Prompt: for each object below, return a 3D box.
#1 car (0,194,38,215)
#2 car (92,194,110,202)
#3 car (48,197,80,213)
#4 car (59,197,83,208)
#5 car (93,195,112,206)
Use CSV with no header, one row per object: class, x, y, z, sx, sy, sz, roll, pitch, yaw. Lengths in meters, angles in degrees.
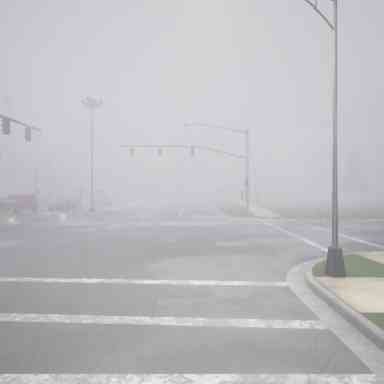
car,-18.161,1.221,34.599,2.150,2.045,5.566,0,0,1
car,-17.612,1.155,64.815,2.033,1.411,5.357,0,0,1
car,-14.617,1.526,37.708,1.812,1.442,4.674,0,0,1
car,-17.926,1.526,49.347,1.812,1.442,4.674,0,0,1
car,-14.363,1.353,53.599,2.097,1.767,4.553,0,0,1
